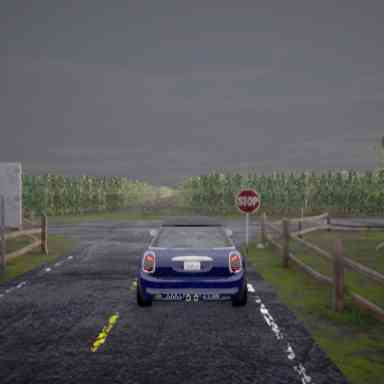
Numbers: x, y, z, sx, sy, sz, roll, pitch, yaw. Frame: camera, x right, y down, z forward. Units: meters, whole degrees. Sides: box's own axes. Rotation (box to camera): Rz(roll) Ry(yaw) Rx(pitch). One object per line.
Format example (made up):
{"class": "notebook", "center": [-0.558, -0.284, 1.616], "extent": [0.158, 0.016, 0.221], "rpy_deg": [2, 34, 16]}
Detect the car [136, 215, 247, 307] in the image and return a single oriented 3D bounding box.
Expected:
{"class": "car", "center": [-0.022, 1.348, 8.130], "extent": [2.097, 1.767, 4.553], "rpy_deg": [0, 0, -1]}
